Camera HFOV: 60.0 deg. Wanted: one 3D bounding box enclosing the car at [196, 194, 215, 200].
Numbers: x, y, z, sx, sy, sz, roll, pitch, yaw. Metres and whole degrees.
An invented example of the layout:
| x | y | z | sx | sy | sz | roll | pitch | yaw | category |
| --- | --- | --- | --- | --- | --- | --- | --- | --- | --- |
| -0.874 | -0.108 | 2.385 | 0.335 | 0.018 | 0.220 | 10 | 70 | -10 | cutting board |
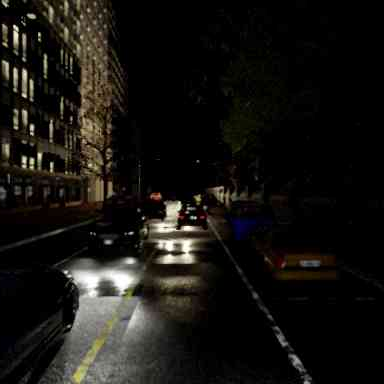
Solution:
| x | y | z | sx | sy | sz | roll | pitch | yaw | category |
| --- | --- | --- | --- | --- | --- | --- | --- | --- | --- |
| 2.101 | 1.208 | 42.597 | 2.192 | 1.841 | 5.009 | 0 | 0 | -1 | car |

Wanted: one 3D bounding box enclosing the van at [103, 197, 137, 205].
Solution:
| x | y | z | sx | sy | sz | roll | pitch | yaw | category |
| --- | --- | --- | --- | --- | --- | --- | --- | --- | --- |
| -5.630 | 1.281 | 25.758 | 1.690 | 1.788 | 3.998 | 0 | 0 | -1 | van |

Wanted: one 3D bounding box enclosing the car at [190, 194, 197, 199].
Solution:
| x | y | z | sx | sy | sz | roll | pitch | yaw | category |
| --- | --- | --- | --- | --- | --- | --- | --- | --- | --- |
| 0.382 | 1.318 | 92.501 | 1.802 | 1.307 | 4.206 | 0 | 0 | -2 | car |

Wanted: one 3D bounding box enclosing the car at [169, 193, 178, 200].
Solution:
| x | y | z | sx | sy | sz | roll | pitch | yaw | category |
| --- | --- | --- | --- | --- | --- | --- | --- | --- | --- |
| -4.264 | 1.011 | 76.515 | 1.837 | 1.490 | 4.892 | 0 | 0 | -2 | car |

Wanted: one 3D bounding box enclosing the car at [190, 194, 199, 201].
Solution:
| x | y | z | sx | sy | sz | roll | pitch | yaw | category |
| --- | --- | --- | --- | --- | --- | --- | --- | --- | --- |
| 0.595 | 1.238 | 79.508 | 1.801 | 1.575 | 5.366 | 0 | 0 | -2 | car |

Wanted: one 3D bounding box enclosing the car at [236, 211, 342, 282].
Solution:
| x | y | z | sx | sy | sz | roll | pitch | yaw | category |
| --- | --- | --- | --- | --- | --- | --- | --- | --- | --- |
| 2.542 | 1.503 | 9.496 | 1.752 | 1.417 | 4.829 | 0 | 0 | 0 | car |

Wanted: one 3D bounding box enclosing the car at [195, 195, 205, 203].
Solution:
| x | y | z | sx | sy | sz | roll | pitch | yaw | category |
| --- | --- | --- | --- | --- | --- | --- | --- | --- | --- |
| 1.479 | 1.353 | 64.950 | 1.752 | 1.417 | 4.829 | 0 | 0 | -2 | car |

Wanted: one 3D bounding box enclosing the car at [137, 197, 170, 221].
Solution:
| x | y | z | sx | sy | sz | roll | pitch | yaw | category |
| --- | --- | --- | --- | --- | --- | --- | --- | --- | --- |
| -3.021 | 1.415 | 26.546 | 1.882 | 1.535 | 5.008 | 0 | 0 | -1 | car |

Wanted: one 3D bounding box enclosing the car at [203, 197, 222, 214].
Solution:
| x | y | z | sx | sy | sz | roll | pitch | yaw | category |
| --- | --- | --- | --- | --- | --- | --- | --- | --- | --- |
| 2.309 | 1.448 | 31.673 | 1.752 | 1.417 | 4.829 | 0 | 0 | -1 | car |

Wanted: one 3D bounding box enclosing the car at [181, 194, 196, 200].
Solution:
| x | y | z | sx | sy | sz | roll | pitch | yaw | category |
| --- | --- | --- | --- | --- | --- | --- | --- | --- | --- |
| -0.462 | 1.237 | 45.733 | 2.097 | 1.767 | 4.553 | 0 | 0 | -1 | car |

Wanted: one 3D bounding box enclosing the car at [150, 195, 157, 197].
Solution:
| x | y | z | sx | sy | sz | roll | pitch | yaw | category |
| --- | --- | --- | --- | --- | --- | --- | --- | --- | --- |
| -5.921 | 1.440 | 42.398 | 1.887 | 1.381 | 4.507 | 0 | 0 | -1 | car |

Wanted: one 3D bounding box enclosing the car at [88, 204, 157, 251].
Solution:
| x | y | z | sx | sy | sz | roll | pitch | yaw | category |
| --- | --- | --- | --- | --- | --- | --- | --- | --- | --- |
| -2.903 | 1.460 | 13.937 | 2.128 | 1.511 | 4.902 | 0 | 0 | 0 | car |

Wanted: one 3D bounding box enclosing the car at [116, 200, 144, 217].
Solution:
| x | y | z | sx | sy | sz | roll | pitch | yaw | category |
| --- | --- | --- | --- | --- | --- | --- | --- | --- | --- |
| -5.711 | 1.470 | 31.304 | 1.887 | 1.381 | 4.507 | 0 | 0 | -1 | car |

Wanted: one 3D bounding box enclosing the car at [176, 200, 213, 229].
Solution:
| x | y | z | sx | sy | sz | roll | pitch | yaw | category |
| --- | --- | --- | --- | --- | --- | --- | --- | --- | --- |
| -0.017 | 1.497 | 21.229 | 2.033 | 1.411 | 5.357 | 0 | 0 | -1 | car |

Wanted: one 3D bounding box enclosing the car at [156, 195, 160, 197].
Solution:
| x | y | z | sx | sy | sz | roll | pitch | yaw | category |
| --- | --- | --- | --- | --- | --- | --- | --- | --- | --- |
| -6.053 | 1.462 | 47.946 | 1.802 | 1.307 | 4.206 | 0 | 0 | -1 | car |

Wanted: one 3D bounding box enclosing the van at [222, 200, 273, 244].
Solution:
| x | y | z | sx | sy | sz | roll | pitch | yaw | category |
| --- | --- | --- | --- | --- | --- | --- | --- | --- | --- |
| 2.509 | 1.306 | 14.870 | 1.690 | 1.788 | 3.998 | 0 | 0 | 0 | van |

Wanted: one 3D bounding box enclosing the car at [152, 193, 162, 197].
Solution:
| x | y | z | sx | sy | sz | roll | pitch | yaw | category |
| --- | --- | --- | --- | --- | --- | --- | --- | --- | --- |
| -6.360 | 1.162 | 59.036 | 2.192 | 1.841 | 5.009 | 0 | 0 | -2 | car |

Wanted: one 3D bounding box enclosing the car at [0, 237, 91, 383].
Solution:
| x | y | z | sx | sy | sz | roll | pitch | yaw | category |
| --- | --- | --- | --- | --- | --- | --- | --- | --- | --- |
| -2.860 | 1.556 | 3.923 | 1.994 | 1.385 | 4.181 | 0 | 0 | 0 | car |
